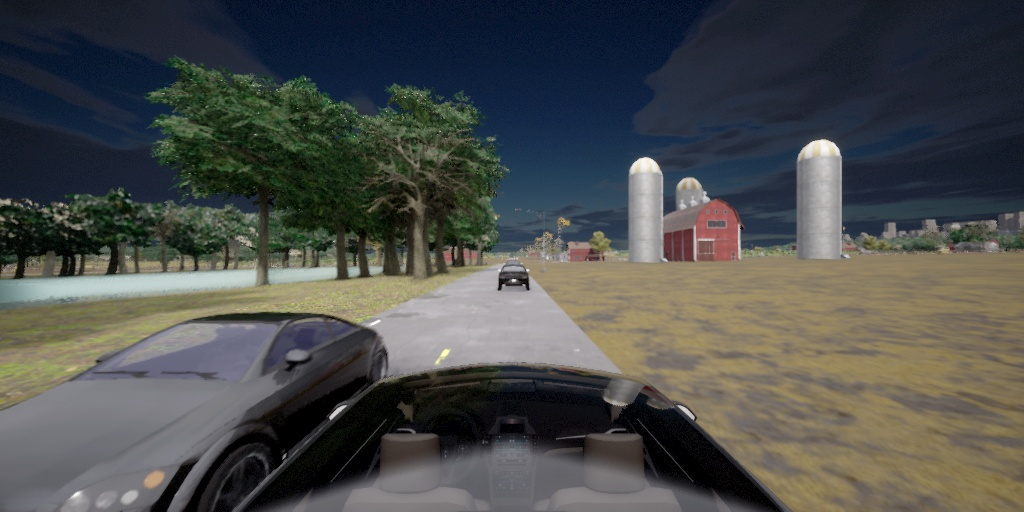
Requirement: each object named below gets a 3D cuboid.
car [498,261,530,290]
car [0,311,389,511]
[{"bbox_3d":[0.106,1.260,22.953,1.882,1.535,5.008,0,0,0],"label":"car"},{"bbox_3d":[-2.836,1.315,3.707,1.994,1.385,4.181,0,0,0],"label":"car"}]
